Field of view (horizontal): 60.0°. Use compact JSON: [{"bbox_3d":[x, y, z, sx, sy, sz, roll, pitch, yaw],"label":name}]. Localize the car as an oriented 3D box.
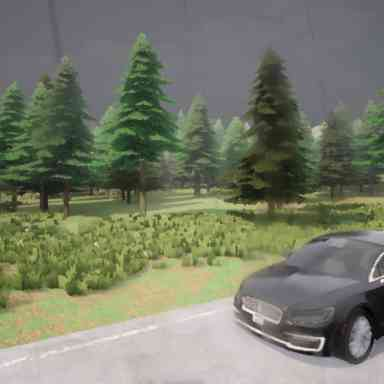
[{"bbox_3d":[2.931,1.504,5.921,4.892,1.490,1.837,0,0,-34],"label":"car"}]
